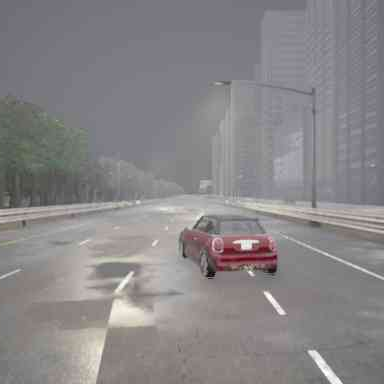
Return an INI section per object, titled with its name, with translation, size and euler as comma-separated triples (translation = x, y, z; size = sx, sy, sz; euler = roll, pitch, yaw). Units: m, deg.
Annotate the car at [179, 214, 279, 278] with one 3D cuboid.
[car]
translation = 0.962, 1.500, 10.929
size = 2.097, 1.767, 4.553
euler = 1, -1, -13
